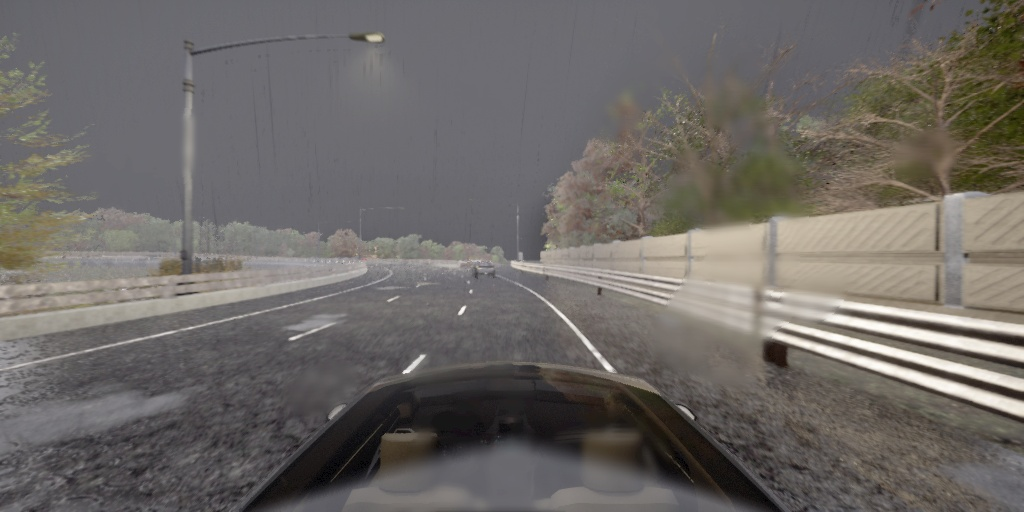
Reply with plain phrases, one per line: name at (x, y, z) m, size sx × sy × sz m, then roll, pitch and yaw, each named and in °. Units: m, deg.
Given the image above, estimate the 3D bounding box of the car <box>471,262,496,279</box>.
car at (-2.737, 1.295, 33.454) m, size 2.128 × 1.511 × 4.902 m, roll 0°, pitch 0°, yaw -12°
